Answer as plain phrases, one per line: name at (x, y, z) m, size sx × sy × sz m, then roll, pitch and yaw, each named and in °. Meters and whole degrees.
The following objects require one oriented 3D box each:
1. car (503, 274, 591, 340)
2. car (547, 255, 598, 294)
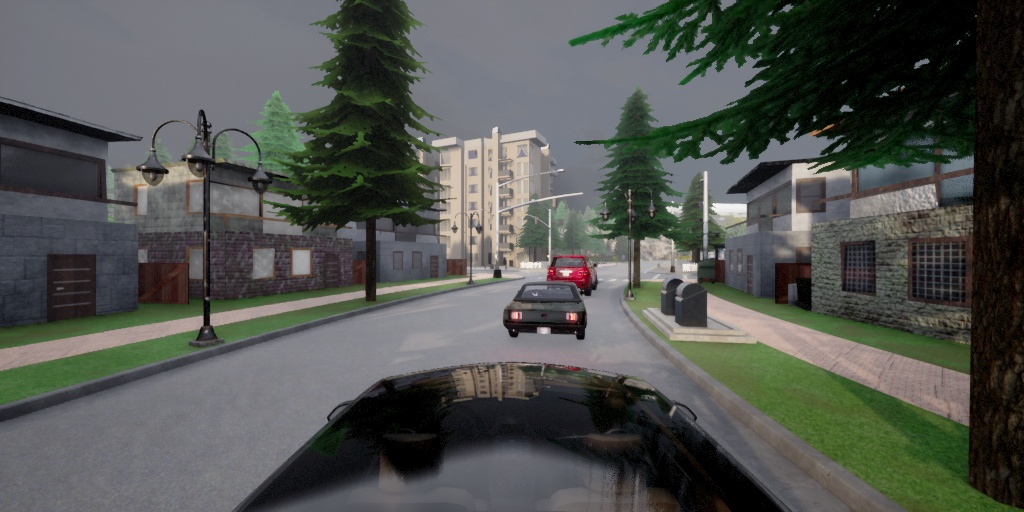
car at (1.071, 1.351, 10.057) m, size 1.895 × 1.301 × 4.718 m, roll 0°, pitch 0°, yaw 9°
car at (3.366, 0.971, 19.553) m, size 2.150 × 2.045 × 5.566 m, roll 0°, pitch 0°, yaw 18°
